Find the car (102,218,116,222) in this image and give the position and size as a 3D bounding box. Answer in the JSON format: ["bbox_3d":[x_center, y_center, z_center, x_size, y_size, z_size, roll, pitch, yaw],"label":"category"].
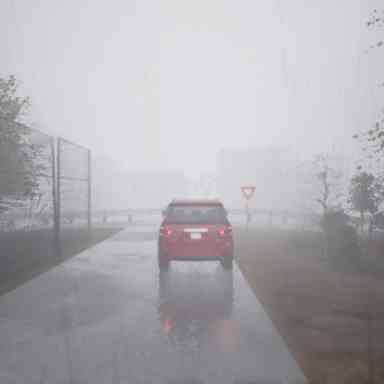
[{"bbox_3d":[-11.984,4.521,48.154,2.097,1.535,5.008,0,0,-18],"label":"car"}]

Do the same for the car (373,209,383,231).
[{"bbox_3d":[15.711,2.357,23.296,4.892,1.490,1.837,4,1,3],"label":"car"}]

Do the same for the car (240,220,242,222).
[{"bbox_3d":[5.763,4.524,47.587,2.231,1.521,4.892,0,0,-18],"label":"car"}]

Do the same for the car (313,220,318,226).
[{"bbox_3d":[17.600,4.269,47.187,2.435,2.045,5.566,0,0,-18],"label":"car"}]

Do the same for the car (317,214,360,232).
[{"bbox_3d":[20.558,4.268,47.091,2.435,2.045,5.566,0,0,-18],"label":"car"}]

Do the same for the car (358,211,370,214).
[{"bbox_3d":[26.441,4.267,46.949,2.435,2.045,5.566,0,0,-18],"label":"car"}]

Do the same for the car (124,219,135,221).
[{"bbox_3d":[-9.096,4.519,48.232,1.946,1.575,5.366,0,0,-18],"label":"car"}]

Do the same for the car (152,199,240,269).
[{"bbox_3d":[0.106,1.234,11.343,2.150,2.045,5.566,0,0,0],"label":"car"}]

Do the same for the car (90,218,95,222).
[{"bbox_3d":[-15.011,4.519,48.422,1.946,1.575,5.366,0,0,-18],"label":"car"}]

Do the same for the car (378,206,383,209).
[{"bbox_3d":[40.840,4.283,68.245,5.366,1.575,1.946,-1,0,-17],"label":"car"}]

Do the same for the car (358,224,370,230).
[{"bbox_3d":[16.788,4.448,30.296,2.435,2.045,5.566,-1,2,-18],"label":"car"}]

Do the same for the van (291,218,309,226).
[{"bbox_3d":[14.589,4.296,47.415,1.878,1.987,4.442,0,0,-18],"label":"van"}]

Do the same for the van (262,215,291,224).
[{"bbox_3d":[11.631,4.296,47.510,1.878,1.987,4.442,0,0,-18],"label":"van"}]

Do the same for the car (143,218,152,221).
[{"bbox_3d":[-6.058,4.551,47.941,2.163,1.488,4.792,0,0,-18],"label":"car"}]
